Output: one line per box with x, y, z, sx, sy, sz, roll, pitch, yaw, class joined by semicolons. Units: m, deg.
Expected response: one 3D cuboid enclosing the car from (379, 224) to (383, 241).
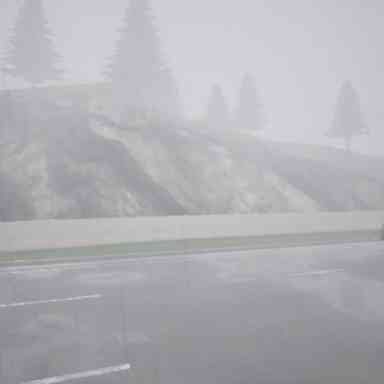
10.467;1.704;14.418;4.902;1.511;2.128;0;-1;-21;car
